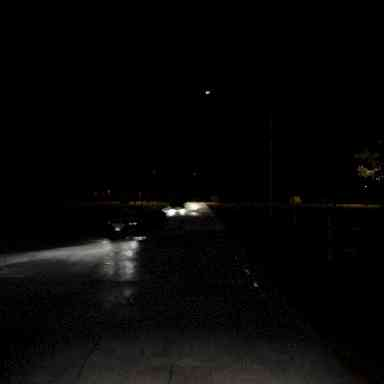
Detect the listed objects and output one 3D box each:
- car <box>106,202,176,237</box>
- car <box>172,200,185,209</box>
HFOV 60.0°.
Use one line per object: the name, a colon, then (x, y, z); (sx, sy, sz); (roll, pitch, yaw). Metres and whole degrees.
car: (-2.870, 1.525, 18.366); (2.128, 1.511, 4.902); (1, 0, 17)
car: (-2.046, 1.755, 47.938); (1.895, 1.301, 4.718); (0, 0, 1)
